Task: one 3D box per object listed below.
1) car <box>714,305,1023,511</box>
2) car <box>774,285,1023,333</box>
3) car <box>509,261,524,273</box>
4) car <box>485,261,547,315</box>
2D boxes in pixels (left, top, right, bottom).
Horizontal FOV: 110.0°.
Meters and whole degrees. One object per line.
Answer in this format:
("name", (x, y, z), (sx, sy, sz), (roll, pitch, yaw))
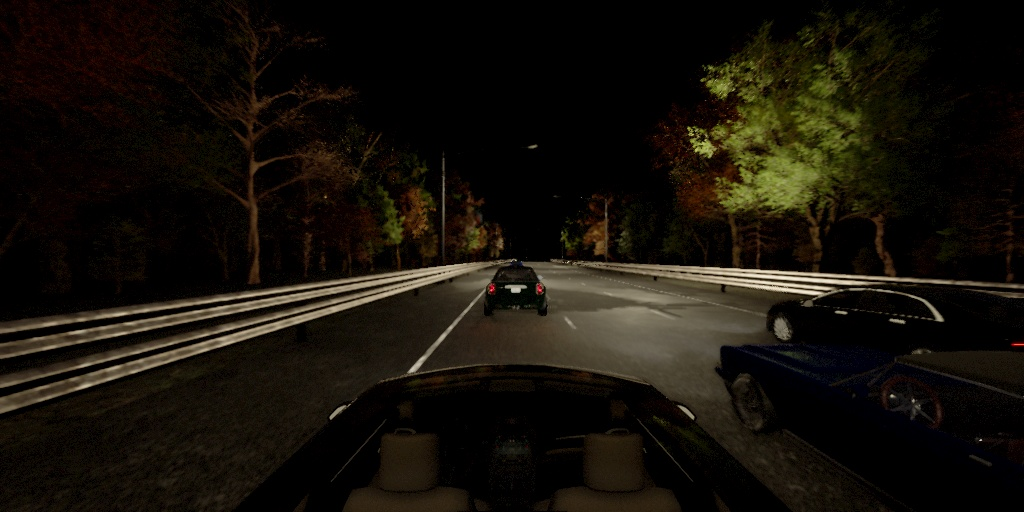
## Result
("car", (3.599, 1.357, 2.586), (1.895, 1.301, 4.718), (0, 0, 0))
("car", (7.106, 1.285, 6.744), (1.837, 1.490, 4.892), (0, 0, 0))
("car", (0.609, 1.457, 48.580), (1.882, 1.535, 5.008), (0, 0, 1))
("car", (0.137, 1.162, 13.958), (2.097, 1.767, 4.553), (0, 0, 0))
